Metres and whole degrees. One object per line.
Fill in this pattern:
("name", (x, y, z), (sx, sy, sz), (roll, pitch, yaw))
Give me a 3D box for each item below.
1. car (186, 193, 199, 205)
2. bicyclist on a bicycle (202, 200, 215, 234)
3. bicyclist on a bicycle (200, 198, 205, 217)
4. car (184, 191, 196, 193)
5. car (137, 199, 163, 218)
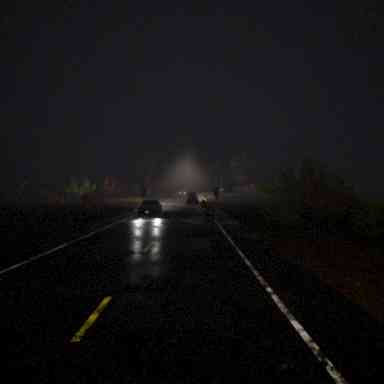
("car", (0.062, 1.366, 53.328), (1.994, 1.385, 4.181), (0, 0, 0))
("bicyclist on a bicycle", (0.960, 1.387, 17.490), (0.582, 1.620, 1.656), (0, 0, 0))
("bicyclist on a bicycle", (0.958, 1.352, 27.031), (0.582, 1.620, 1.656), (0, 0, 0))
("car", (-0.014, 0.879, 71.602), (2.150, 2.045, 5.566), (0, 1, 0))
("car", (-3.598, 1.399, 28.901), (1.837, 1.490, 4.892), (0, 0, 0))
